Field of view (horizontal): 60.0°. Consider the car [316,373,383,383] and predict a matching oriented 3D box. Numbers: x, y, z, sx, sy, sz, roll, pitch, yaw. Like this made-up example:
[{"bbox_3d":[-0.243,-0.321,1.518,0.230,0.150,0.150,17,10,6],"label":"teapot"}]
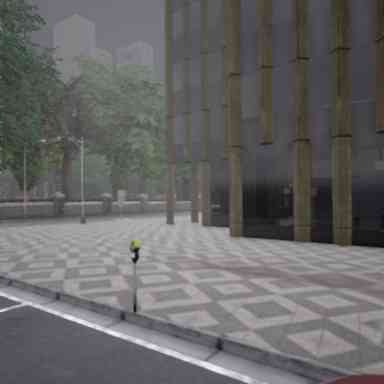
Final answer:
[{"bbox_3d":[2.428,1.569,1.233,4.206,1.307,1.802,-1,0,36],"label":"car"}]
